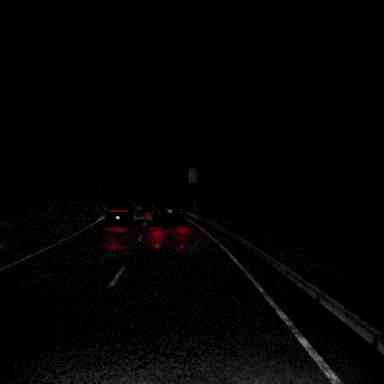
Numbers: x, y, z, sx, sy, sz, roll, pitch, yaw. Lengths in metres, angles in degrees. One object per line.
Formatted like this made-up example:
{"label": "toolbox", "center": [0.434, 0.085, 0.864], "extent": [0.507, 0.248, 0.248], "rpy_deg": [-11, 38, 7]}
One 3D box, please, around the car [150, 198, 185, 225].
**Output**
{"label": "car", "center": [-1.778, 1.336, 24.452], "extent": [2.097, 1.767, 4.553], "rpy_deg": [0, 0, -8]}

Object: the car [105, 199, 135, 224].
{"label": "car", "center": [-5.315, 1.486, 24.606], "extent": [1.837, 1.490, 4.892], "rpy_deg": [0, -1, -8]}

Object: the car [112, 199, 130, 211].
{"label": "car", "center": [-8.786, 1.572, 41.080], "extent": [1.895, 1.301, 4.718], "rpy_deg": [0, 0, -15]}

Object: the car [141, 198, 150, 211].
{"label": "car", "center": [-5.140, 1.465, 40.914], "extent": [2.128, 1.511, 4.902], "rpy_deg": [0, 0, -14]}
